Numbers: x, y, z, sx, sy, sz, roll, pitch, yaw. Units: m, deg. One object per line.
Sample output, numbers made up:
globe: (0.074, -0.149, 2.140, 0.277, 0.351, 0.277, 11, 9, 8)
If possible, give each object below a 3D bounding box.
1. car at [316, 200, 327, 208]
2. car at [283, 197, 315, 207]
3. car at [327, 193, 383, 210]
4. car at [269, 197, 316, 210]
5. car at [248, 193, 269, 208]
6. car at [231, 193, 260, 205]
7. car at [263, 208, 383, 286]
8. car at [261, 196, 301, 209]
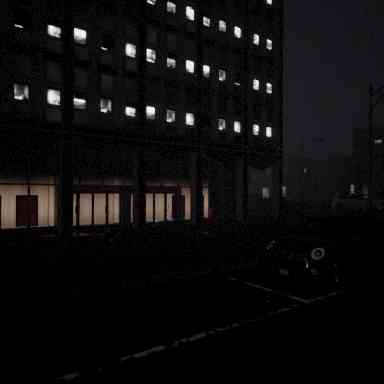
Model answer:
car: (18.557, 1.447, 44.105, 1.752, 1.417, 4.829, 1, 0, -35)
car: (15.505, 1.481, 48.520, 1.802, 1.307, 4.206, 1, 0, -35)
car: (17.684, 1.141, 35.141, 2.150, 2.045, 5.566, 0, 0, -36)
car: (11.760, 1.427, 39.201, 2.008, 1.369, 4.403, 1, 0, -35)
car: (8.613, 1.168, 43.756, 2.192, 1.841, 5.009, 1, 0, -35)
car: (9.210, 1.168, 57.629, 2.192, 1.841, 5.009, 1, 0, -35)
car: (3.879, 1.441, 9.328, 4.097, 1.590, 1.967, 0, 0, -36)
car: (11.676, 1.352, 43.874, 1.882, 1.535, 5.008, 0, 0, -35)
